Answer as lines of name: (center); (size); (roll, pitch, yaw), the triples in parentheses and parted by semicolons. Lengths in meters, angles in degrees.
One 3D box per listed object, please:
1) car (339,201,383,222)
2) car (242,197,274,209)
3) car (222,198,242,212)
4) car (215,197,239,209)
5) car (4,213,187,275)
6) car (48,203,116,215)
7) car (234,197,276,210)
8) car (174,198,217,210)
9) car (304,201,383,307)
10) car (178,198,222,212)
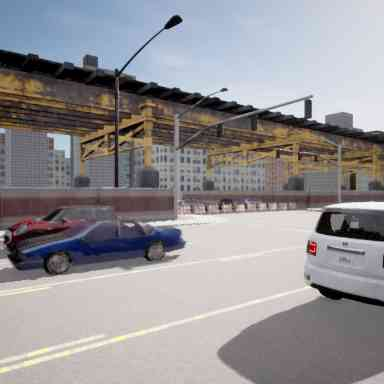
car: (14.136, 1.504, 26.897); (4.892, 1.490, 1.837); (0, 0, -35)
car: (8.050, 1.295, 43.004); (4.536, 1.218, 1.853); (0, 0, -7)
car: (4.182, 1.453, 39.260); (2.038, 1.542, 4.974); (0, 0, 18)
car: (4.198, 1.295, 39.310); (1.853, 1.218, 4.536); (0, 0, 18)
car: (-2.755, 1.547, 10.615); (5.357, 1.411, 2.033); (0, 0, -35)
car: (-4.939, 1.352, 13.357); (4.553, 1.767, 2.097); (0, 0, -35)
car: (8.102, 1.453, 43.011); (4.974, 1.542, 2.038); (0, 0, -7)
car: (0.379, 1.295, 36.592); (4.536, 1.218, 1.853); (0, 0, 8)
car: (4.782, 1.221, 7.168); (5.566, 2.045, 2.150); (0, 0, -35)
car: (0.431, 1.453, 36.585); (4.974, 1.542, 2.038); (0, 0, 8)
